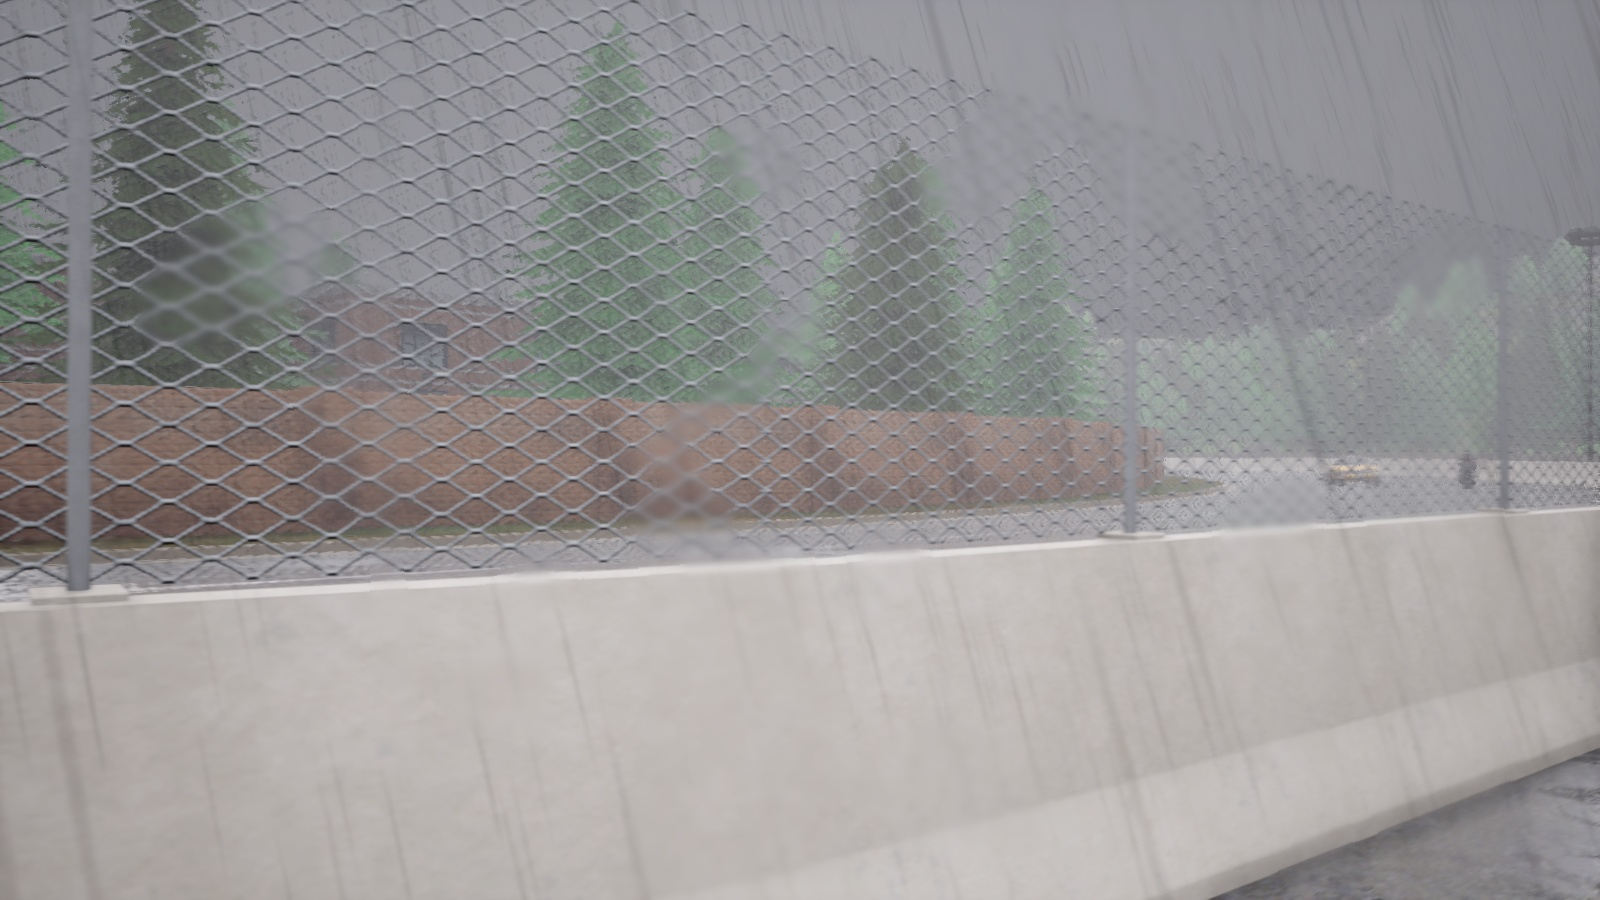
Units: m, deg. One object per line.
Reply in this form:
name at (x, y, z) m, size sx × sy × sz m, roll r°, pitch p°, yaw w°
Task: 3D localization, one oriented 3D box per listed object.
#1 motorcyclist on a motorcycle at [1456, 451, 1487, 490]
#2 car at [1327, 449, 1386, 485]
motorcyclist on a motorcycle at (26.765, 0.795, 50.086) m, size 0.797 × 1.523 × 2.044 m, roll -2°, pitch -1°, yaw 21°
car at (25.788, 0.775, 58.319) m, size 1.801 × 1.575 × 5.366 m, roll 0°, pitch 0°, yaw 16°
